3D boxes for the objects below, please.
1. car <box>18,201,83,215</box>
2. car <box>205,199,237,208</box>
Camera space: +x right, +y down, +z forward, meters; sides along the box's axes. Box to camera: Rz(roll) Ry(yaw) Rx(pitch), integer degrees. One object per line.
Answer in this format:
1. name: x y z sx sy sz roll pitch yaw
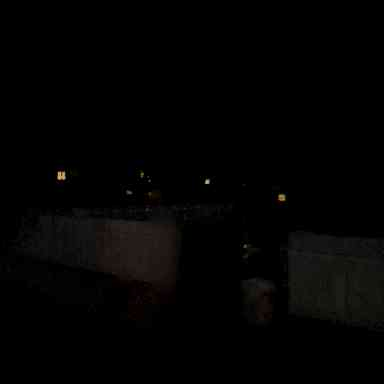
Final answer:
1. car: -11.954 1.480 28.588 2.033 1.411 5.357 4 2 39
2. car: 4.014 1.647 44.913 5.357 1.411 2.033 1 2 -40
